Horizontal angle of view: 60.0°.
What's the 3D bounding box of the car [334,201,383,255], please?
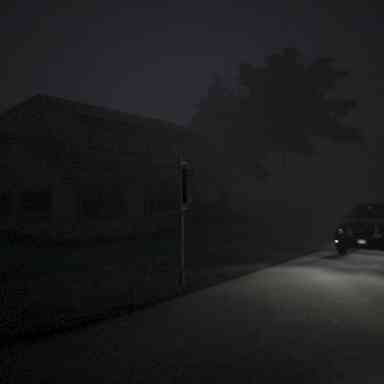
[{"bbox_3d":[7.776,1.395,13.649,2.150,2.045,5.566,-2,-2,43],"label":"car"}]
